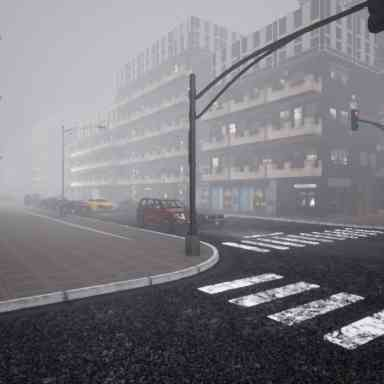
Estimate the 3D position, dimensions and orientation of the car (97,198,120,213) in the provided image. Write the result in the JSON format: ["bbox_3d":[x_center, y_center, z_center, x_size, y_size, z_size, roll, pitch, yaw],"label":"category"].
[{"bbox_3d":[-9.941,1.374,35.683,1.882,1.535,5.008,0,0,-36],"label":"car"}]

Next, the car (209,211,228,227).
[{"bbox_3d":[0.199,1.547,21.666,1.895,1.301,4.718,0,0,-36],"label":"car"}]

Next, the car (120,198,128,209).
[{"bbox_3d":[-8.061,1.465,42.947,1.802,1.307,4.206,0,0,-36],"label":"car"}]

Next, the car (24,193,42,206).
[{"bbox_3d":[-24.815,1.162,51.793,2.192,1.841,5.009,0,0,-36],"label":"car"}]

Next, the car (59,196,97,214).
[{"bbox_3d":[-11.524,1.444,33.442,1.887,1.381,4.507,0,0,-36],"label":"car"}]

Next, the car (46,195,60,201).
[{"bbox_3d":[-31.318,1.379,75.058,2.008,1.369,4.403,0,0,-36],"label":"car"}]

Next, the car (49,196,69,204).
[{"bbox_3d":[-24.517,1.383,61.265,2.033,1.411,5.357,0,0,-37],"label":"car"}]

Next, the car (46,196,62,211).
[{"bbox_3d":[-14.848,1.451,38.030,1.947,1.339,4.313,0,0,-36],"label":"car"}]

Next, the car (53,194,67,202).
[{"bbox_3d":[-27.996,1.269,70.472,1.967,1.590,4.097,0,0,-36],"label":"car"}]

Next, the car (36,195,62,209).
[{"bbox_3d":[-18.171,1.436,42.619,1.947,1.339,4.313,0,0,-36],"label":"car"}]

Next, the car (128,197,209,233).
[{"bbox_3d":[-1.556,1.264,19.679,2.192,1.841,5.009,0,0,-36],"label":"car"}]

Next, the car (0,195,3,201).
[{"bbox_3d":[-41.430,1.269,74.730,1.967,1.590,4.097,0,0,-36],"label":"car"}]

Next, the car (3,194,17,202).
[{"bbox_3d":[-38.107,1.412,70.144,1.802,1.307,4.206,0,0,-36],"label":"car"}]
